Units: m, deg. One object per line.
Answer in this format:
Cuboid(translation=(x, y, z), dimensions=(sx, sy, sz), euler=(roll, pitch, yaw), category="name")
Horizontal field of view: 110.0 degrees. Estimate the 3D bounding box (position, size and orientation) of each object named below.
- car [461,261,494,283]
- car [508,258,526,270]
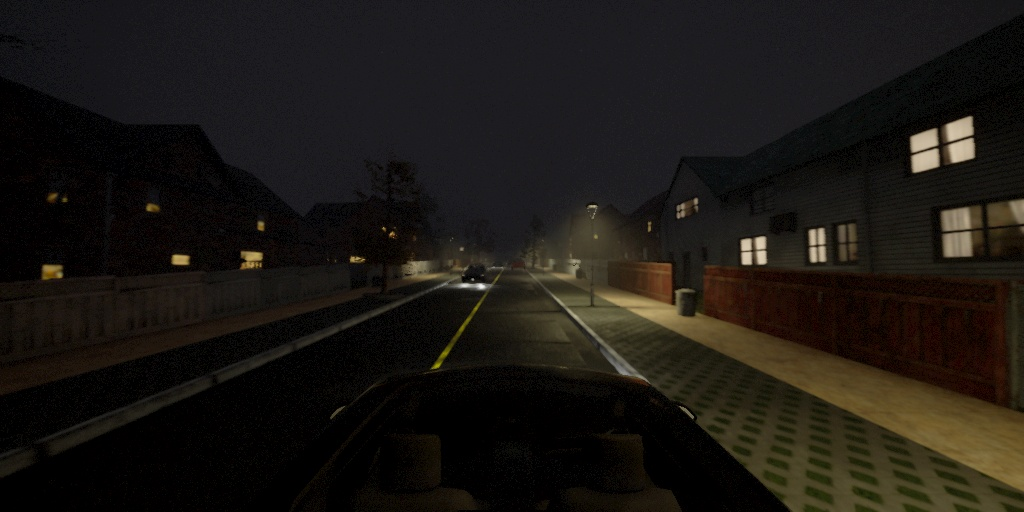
Cuboid(translation=(-2.850, 1.327, 28.758), dimensions=(2.033, 1.411, 5.357), euler=(0, 0, 0), category="car")
Cuboid(translation=(0.918, 1.111, 52.342), dimensions=(2.097, 1.767, 4.553), euler=(-3, -1, 0), category="car")
